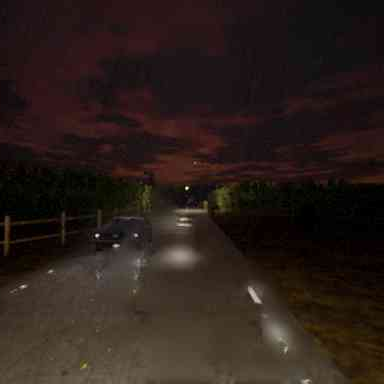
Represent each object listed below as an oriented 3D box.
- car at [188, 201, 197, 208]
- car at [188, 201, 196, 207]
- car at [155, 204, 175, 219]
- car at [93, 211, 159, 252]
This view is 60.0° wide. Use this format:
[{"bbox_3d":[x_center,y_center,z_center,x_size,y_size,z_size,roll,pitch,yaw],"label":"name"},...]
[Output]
[{"bbox_3d":[0.089,2.820,75.127,1.994,1.385,4.181,0,-2,0],"label":"car"},{"bbox_3d":[0.101,3.042,85.168,1.994,1.385,4.181,0,-2,0],"label":"car"},{"bbox_3d":[-2.713,1.909,33.822,2.033,1.411,5.357,0,-1,0],"label":"car"},{"bbox_3d":[-2.794,1.726,14.539,1.895,1.301,4.718,0,-1,1],"label":"car"}]
